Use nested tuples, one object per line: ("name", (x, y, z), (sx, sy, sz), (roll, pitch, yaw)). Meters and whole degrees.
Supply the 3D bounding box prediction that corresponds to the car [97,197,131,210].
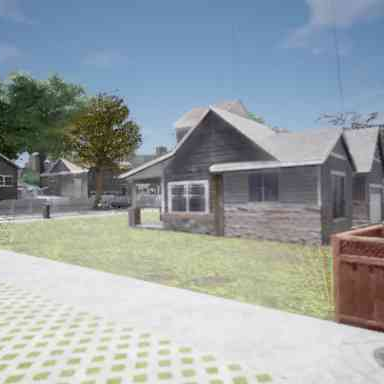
("car", (-9.118, 1.360, 39.930), (2.128, 1.511, 4.902), (-2, -1, 37))
